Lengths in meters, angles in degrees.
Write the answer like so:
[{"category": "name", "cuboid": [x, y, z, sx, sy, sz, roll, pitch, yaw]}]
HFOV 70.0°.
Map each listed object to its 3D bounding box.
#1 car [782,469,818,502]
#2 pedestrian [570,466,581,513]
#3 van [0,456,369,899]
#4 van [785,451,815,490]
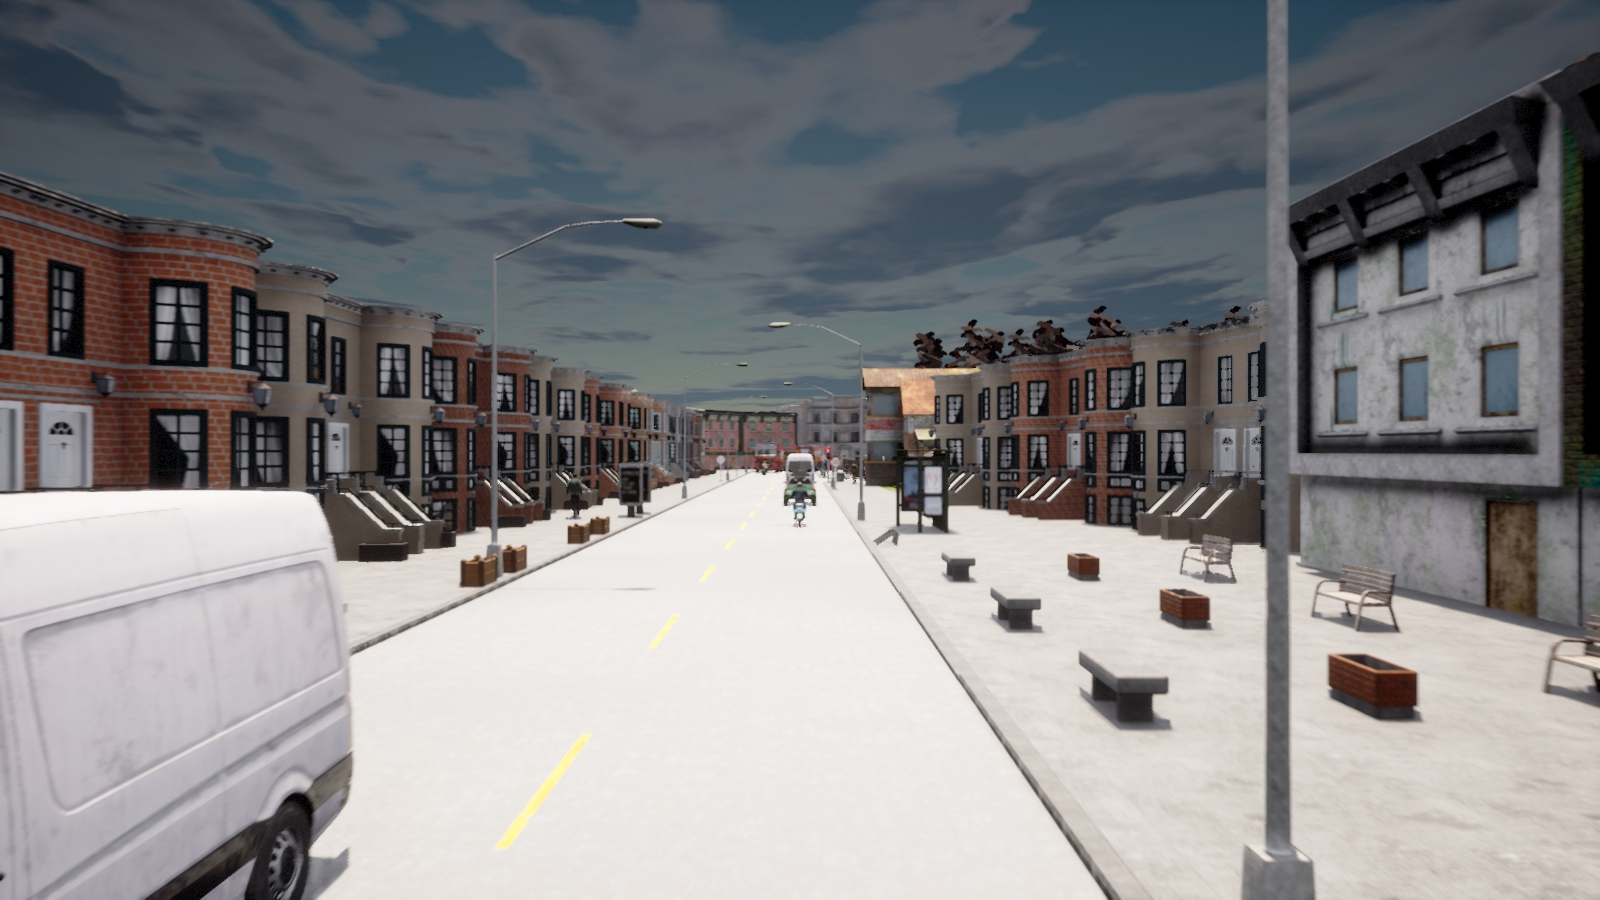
[{"category": "car", "cuboid": [-0.003, 1.810, 59.806, 1.851, 1.617, 3.988, 0, 0, 0]}, {"category": "pedestrian", "cuboid": [-8.891, 1.547, 45.286, 0.375, 1.860, 0.375, 0, 0, -4]}, {"category": "van", "cuboid": [-4.007, 1.317, 5.035, 1.988, 2.561, 5.915, 0, 0, 0]}, {"category": "van", "cuboid": [0.000, 1.354, 78.333, 1.988, 2.561, 5.915, 0, 0, 0]}]
